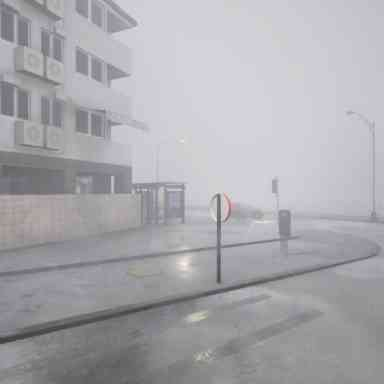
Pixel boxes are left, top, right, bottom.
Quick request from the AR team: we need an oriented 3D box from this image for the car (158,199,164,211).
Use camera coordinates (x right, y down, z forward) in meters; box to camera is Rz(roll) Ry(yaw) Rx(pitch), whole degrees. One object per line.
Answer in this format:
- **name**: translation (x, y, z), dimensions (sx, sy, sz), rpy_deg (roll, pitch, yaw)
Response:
- **car**: translation (-5.528, 1.222, 40.362), dimensions (2.150, 2.045, 5.566), rpy_deg (0, 0, -35)

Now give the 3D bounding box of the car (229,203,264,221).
- **car**: translation (3.868, 1.563, 27.151), dimensions (1.994, 1.385, 4.181), rpy_deg (0, 0, -35)
